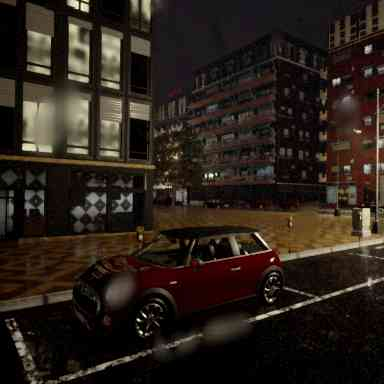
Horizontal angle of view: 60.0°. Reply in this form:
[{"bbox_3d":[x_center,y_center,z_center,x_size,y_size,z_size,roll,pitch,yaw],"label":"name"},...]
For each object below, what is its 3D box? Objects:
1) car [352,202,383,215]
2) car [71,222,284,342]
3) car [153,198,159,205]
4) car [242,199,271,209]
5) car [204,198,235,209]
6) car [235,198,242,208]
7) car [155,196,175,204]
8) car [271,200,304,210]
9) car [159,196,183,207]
[{"bbox_3d":[20.007,1.730,36.755,1.947,1.339,4.313,1,-1,-35],"label":"car"},{"bbox_3d":[-0.151,1.441,6.430,4.097,1.590,1.967,0,1,-35],"label":"car"},{"bbox_3d":[-6.443,1.763,59.746,1.887,1.381,4.507,1,-1,-35],"label":"car"},{"bbox_3d":[10.209,1.799,50.662,1.887,1.381,4.507,1,-1,-35],"label":"car"},{"bbox_3d":[3.355,1.677,45.839,2.008,1.369,4.403,1,-1,-35],"label":"car"},{"bbox_3d":[6.943,1.725,55.298,1.967,1.590,4.097,1,-1,-35],"label":"car"},{"bbox_3d":[-6.121,1.724,73.842,2.192,1.841,5.009,1,-1,-35],"label":"car"},{"bbox_3d":[13.475,1.806,46.026,1.802,1.307,4.206,1,-1,-35],"label":"car"},{"bbox_3d":[-3.177,1.732,55.110,1.887,1.381,4.507,1,-1,-35],"label":"car"}]
